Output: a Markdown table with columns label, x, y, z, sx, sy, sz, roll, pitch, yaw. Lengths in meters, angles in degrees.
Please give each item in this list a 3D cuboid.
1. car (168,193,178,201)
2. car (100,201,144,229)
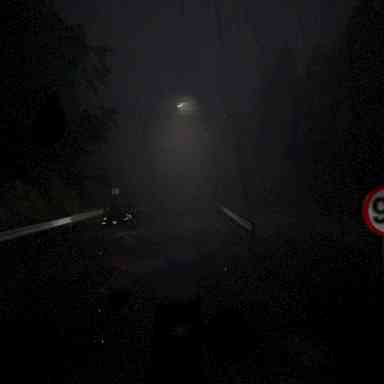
| label | x | y | z | sx | sy | sz | roll | pitch | yaw |
| --- | --- | --- | --- | --- | --- | --- | --- | --- | --- |
| car | -3.652 | 0.921 | 65.058 | 2.033 | 1.411 | 5.357 | 0 | 0 | 1 |
| car | -4.047 | 1.308 | 19.846 | 1.837 | 1.490 | 4.892 | 0 | 1 | 0 |
